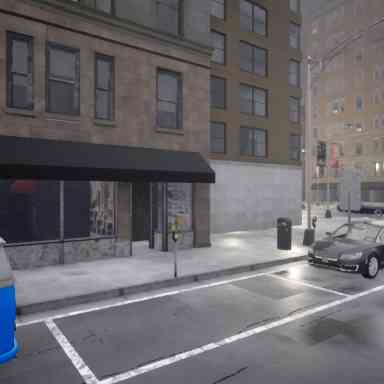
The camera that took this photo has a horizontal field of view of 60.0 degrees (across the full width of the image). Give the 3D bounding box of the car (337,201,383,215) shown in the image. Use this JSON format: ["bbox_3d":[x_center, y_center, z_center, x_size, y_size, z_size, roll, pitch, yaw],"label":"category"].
[{"bbox_3d":[16.193,1.531,31.028,1.895,1.301,4.718,0,0,-36],"label":"car"}]

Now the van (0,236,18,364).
[{"bbox_3d":[-3.958,1.341,3.364,3.998,1.788,1.690,0,0,-36],"label":"van"}]

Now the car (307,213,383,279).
[{"bbox_3d":[5.252,1.551,9.951,4.403,1.369,2.008,0,0,-36],"label":"car"}]

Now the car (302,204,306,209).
[{"bbox_3d":[10.514,1.432,38.895,2.033,1.411,5.357,0,0,-36],"label":"car"}]
